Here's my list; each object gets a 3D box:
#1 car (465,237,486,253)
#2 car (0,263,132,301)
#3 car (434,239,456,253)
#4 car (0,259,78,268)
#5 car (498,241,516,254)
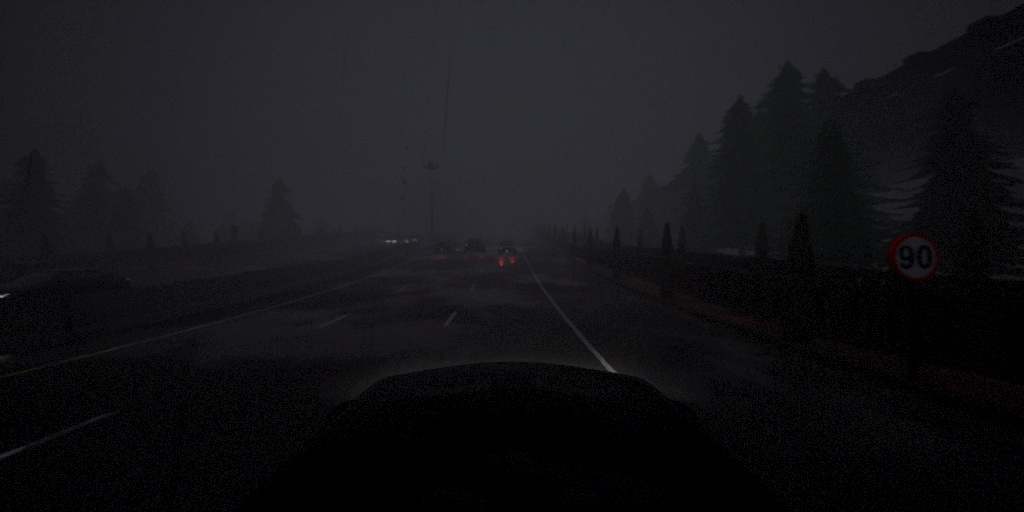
[{"bbox_3d":[-4.041,-1.351,40.328,2.097,1.767,4.553,-1,6,-1],"label":"car"},{"bbox_3d":[-17.766,1.239,13.974,1.812,1.442,4.674,-1,3,-1],"label":"car"},{"bbox_3d":[-7.543,-1.198,40.661,1.837,1.490,4.892,-1,6,0],"label":"car"},{"bbox_3d":[-21.289,1.027,15.492,2.097,1.767,4.553,-1,3,-1],"label":"car"},{"bbox_3d":[-0.527,-0.985,38.901,1.895,1.301,4.718,-1,6,0],"label":"car"}]
